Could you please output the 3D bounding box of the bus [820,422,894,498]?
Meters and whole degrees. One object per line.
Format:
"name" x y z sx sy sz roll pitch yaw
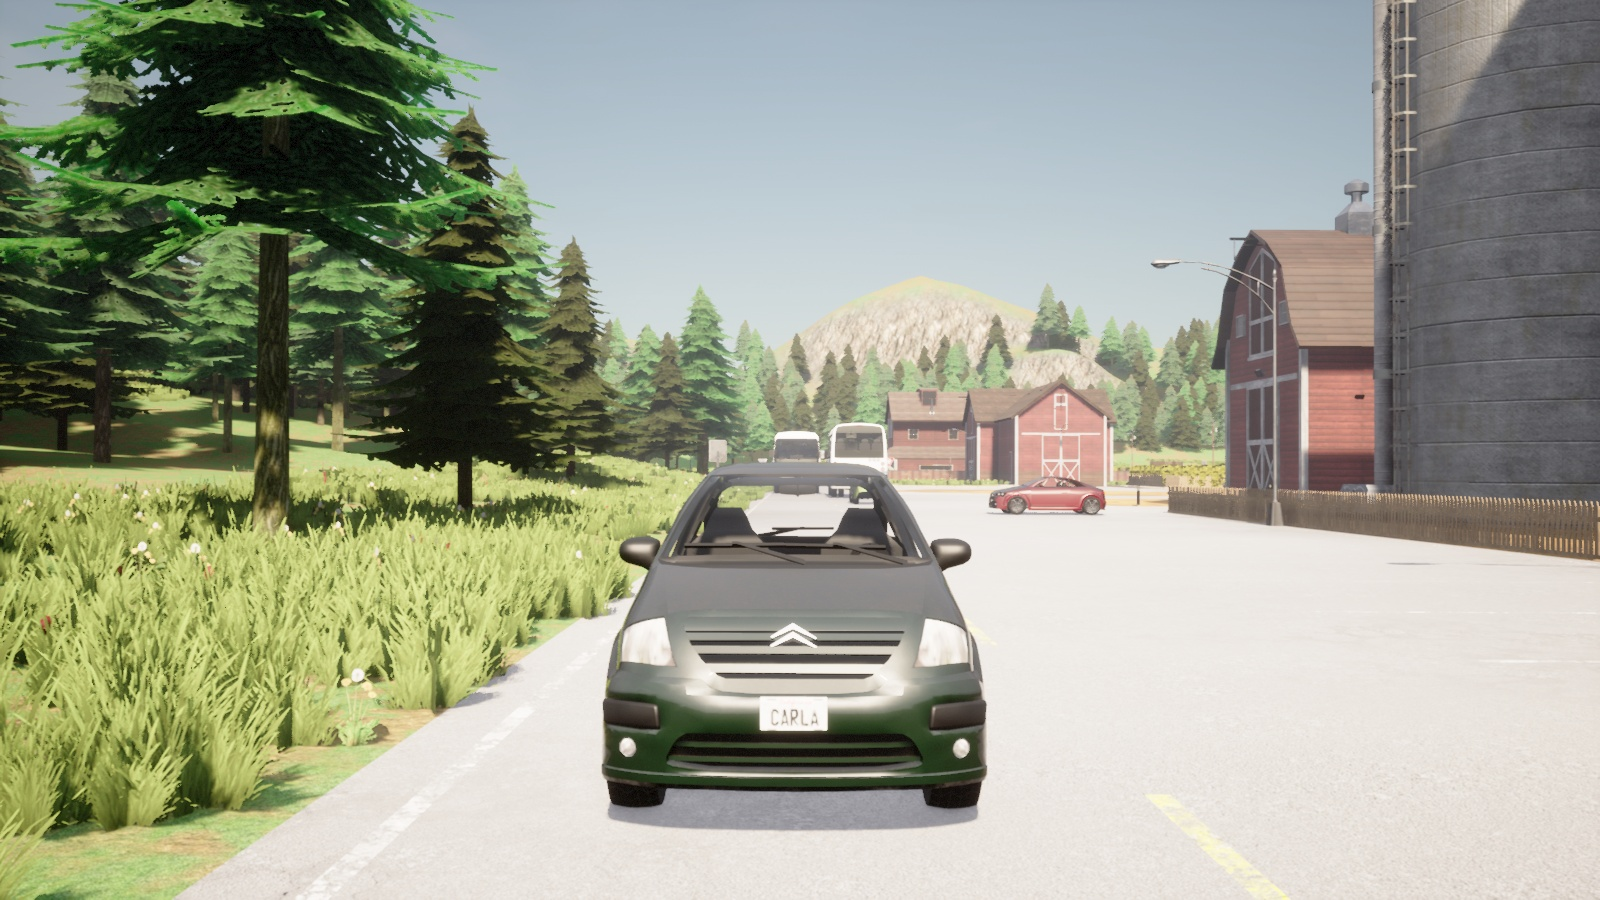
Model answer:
"bus" 3.310 0.653 75.971 3.944 4.253 10.273 0 -1 0

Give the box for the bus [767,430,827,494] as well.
"bus" -0.221 0.864 88.149 3.944 4.253 10.273 0 -1 0

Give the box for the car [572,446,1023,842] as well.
"car" -0.019 0.828 7.164 1.851 1.617 3.988 0 -1 0
